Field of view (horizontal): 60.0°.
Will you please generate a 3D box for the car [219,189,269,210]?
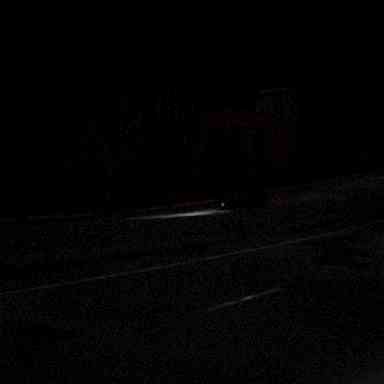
[{"bbox_3d":[4.501,0.552,28.602,4.902,1.511,2.128,-6,4,-35],"label":"car"}]
